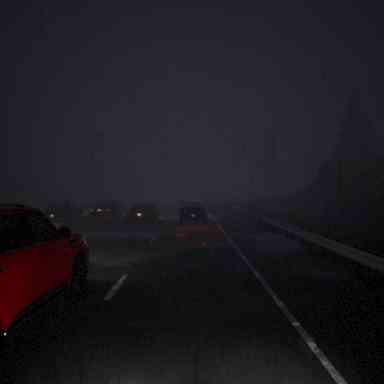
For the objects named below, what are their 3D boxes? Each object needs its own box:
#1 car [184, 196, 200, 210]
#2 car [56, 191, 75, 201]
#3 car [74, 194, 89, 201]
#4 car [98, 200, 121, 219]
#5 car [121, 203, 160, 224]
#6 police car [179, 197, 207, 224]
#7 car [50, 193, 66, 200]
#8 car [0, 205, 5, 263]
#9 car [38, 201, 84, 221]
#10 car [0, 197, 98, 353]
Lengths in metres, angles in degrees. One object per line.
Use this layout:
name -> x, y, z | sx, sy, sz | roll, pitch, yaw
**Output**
car -> 0.029, 1.311, 40.915 | 1.812, 1.442, 4.674 | 0, 0, 0
car -> -28.130, 0.850, 74.000 | 2.150, 2.045, 5.566 | 0, 0, 0
car -> -24.630, 1.175, 74.038 | 1.994, 1.385, 4.181 | 0, 0, 0
car -> -6.946, 1.406, 27.531 | 2.033, 1.411, 5.357 | 0, 0, 0
car -> -3.439, 1.441, 23.621 | 1.994, 1.385, 4.181 | 0, 0, 0
police car -> 0.061, 1.299, 23.926 | 1.930, 1.638, 5.238 | 0, 0, 0
car -> -31.639, 1.101, 78.842 | 1.837, 1.490, 4.892 | 0, 0, 0
car -> -6.922, 1.312, 8.168 | 2.097, 1.767, 4.553 | 0, 0, 0
car -> -10.445, 1.464, 26.973 | 1.895, 1.301, 4.718 | 0, 0, 0
car -> -3.414, 1.195, 5.255 | 2.150, 2.045, 5.566 | 0, 0, 0
